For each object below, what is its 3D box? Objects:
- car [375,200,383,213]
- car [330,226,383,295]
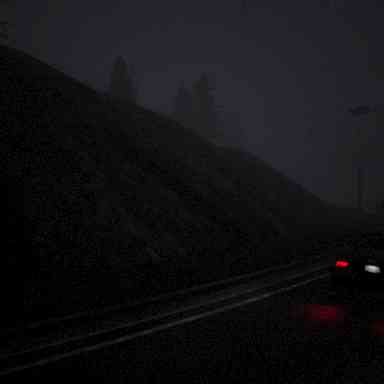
[{"bbox_3d":[22.222,1.590,37.565,1.837,1.490,4.892,1,0,14],"label":"car"},{"bbox_3d":[5.319,1.566,8.351,2.033,1.411,5.357,-1,0,45],"label":"car"}]
